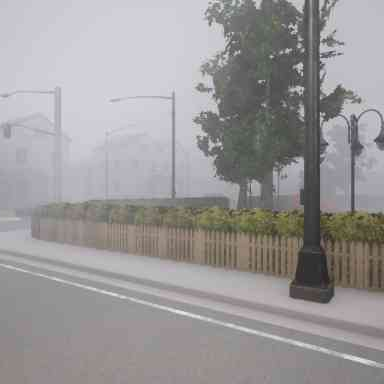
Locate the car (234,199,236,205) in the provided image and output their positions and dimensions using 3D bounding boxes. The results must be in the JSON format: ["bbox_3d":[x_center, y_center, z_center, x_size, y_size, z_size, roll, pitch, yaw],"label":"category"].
[{"bbox_3d":[6.078,1.572,57.979,1.994,1.385,4.181,0,0,35],"label":"car"}]

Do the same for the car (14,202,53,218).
[{"bbox_3d":[-13.588,1.563,29.921,1.994,1.385,4.181,0,0,35],"label":"car"}]

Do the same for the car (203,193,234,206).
[{"bbox_3d":[3.515,1.221,48.168,2.150,2.045,5.566,0,0,35],"label":"car"}]
